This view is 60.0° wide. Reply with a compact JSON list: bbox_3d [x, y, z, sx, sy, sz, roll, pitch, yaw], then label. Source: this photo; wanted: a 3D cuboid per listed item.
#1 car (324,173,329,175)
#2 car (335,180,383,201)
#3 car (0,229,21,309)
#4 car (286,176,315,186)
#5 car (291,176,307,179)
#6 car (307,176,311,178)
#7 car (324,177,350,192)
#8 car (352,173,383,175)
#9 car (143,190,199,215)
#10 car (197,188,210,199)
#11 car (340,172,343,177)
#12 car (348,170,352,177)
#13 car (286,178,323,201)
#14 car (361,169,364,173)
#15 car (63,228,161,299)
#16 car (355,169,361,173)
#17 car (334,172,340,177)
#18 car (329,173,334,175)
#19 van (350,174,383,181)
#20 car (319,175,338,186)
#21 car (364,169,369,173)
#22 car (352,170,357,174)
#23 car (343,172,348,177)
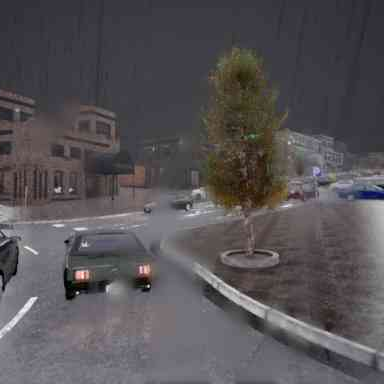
[{"bbox_3d":[23.525,-2.503,64.791,4.892,1.521,2.231,-2,4,22],"label":"car"},{"bbox_3d":[16.098,0.014,30.551,5.008,1.535,2.097,0,4,23],"label":"car"},{"bbox_3d":[-4.942,1.469,7.179,2.128,1.511,4.902,0,0,-22],"label":"car"},{"bbox_3d":[19.679,-2.018,60.393,4.792,1.488,2.163,-2,3,22],"label":"car"},{"bbox_3d":[15.960,-1.598,55.937,5.366,1.575,1.946,-2,3,21],"label":"car"},{"bbox_3d":[17.711,-1.818,58.210,5.008,1.535,2.097,-2,3,21],"label":"car"},{"bbox_3d":[18.973,-0.696,40.101,1.812,1.442,4.674,-6,5,-42],"label":"car"},{"bbox_3d":[20.143,-0.704,34.908,5.566,2.045,2.435,0,5,23],"label":"car"},{"bbox_3d":[-1.924,0.980,27.898,1.837,1.490,4.892,0,4,41],"label":"car"},{"bbox_3d":[2.265,0.061,40.510,4.674,1.452,2.002,-2,3,21],"label":"car"},{"bbox_3d":[29.358,-3.314,71.346,4.553,1.767,2.185,-2,3,22],"label":"car"},{"bbox_3d":[33.244,-3.753,75.719,4.553,1.767,2.185,-2,3,22],"label":"car"},{"bbox_3d":[11.161,-0.103,33.813,2.097,1.767,4.553,0,5,42],"label":"car"},{"bbox_3d":[38.900,-4.241,82.363,5.366,1.575,1.946,-2,3,22],"label":"car"},{"bbox_3d":[-2.294,1.594,8.585,1.895,1.301,4.718,0,0,-20],"label":"car"},{"bbox_3d":[37.116,-4.043,80.114,5.008,1.535,2.097,-2,3,22],"label":"car"},{"bbox_3d":[27.402,-2.962,69.174,5.008,1.535,2.097,-2,4,22],"label":"car"},{"bbox_3d":[25.463,-2.732,66.980,4.892,1.521,2.231,-2,3,22],"label":"car"},{"bbox_3d":[18.241,-0.446,32.674,4.442,1.987,1.878,0,4,23],"label":"van"},{"bbox_3d":[20.483,-1.418,51.741,1.895,1.301,4.718,1,5,43],"label":"car"},{"bbox_3d":[40.982,-4.684,84.470,5.566,2.045,2.435,-2,3,22],"label":"car"},{"bbox_3d":[35.178,-3.840,77.923,5.008,1.535,2.097,-2,3,22],"label":"car"},{"bbox_3d":[31.284,-3.372,73.565,4.674,1.452,2.002,-2,3,22],"label":"car"}]
